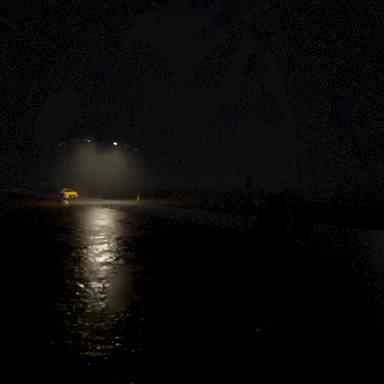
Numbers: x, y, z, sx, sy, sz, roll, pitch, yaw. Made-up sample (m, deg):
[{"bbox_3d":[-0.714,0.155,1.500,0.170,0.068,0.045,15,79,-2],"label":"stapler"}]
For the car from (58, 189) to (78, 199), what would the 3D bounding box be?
[{"bbox_3d":[-18.678,0.269,49.908,1.882,1.535,5.008,0,2,-35],"label":"car"}]
